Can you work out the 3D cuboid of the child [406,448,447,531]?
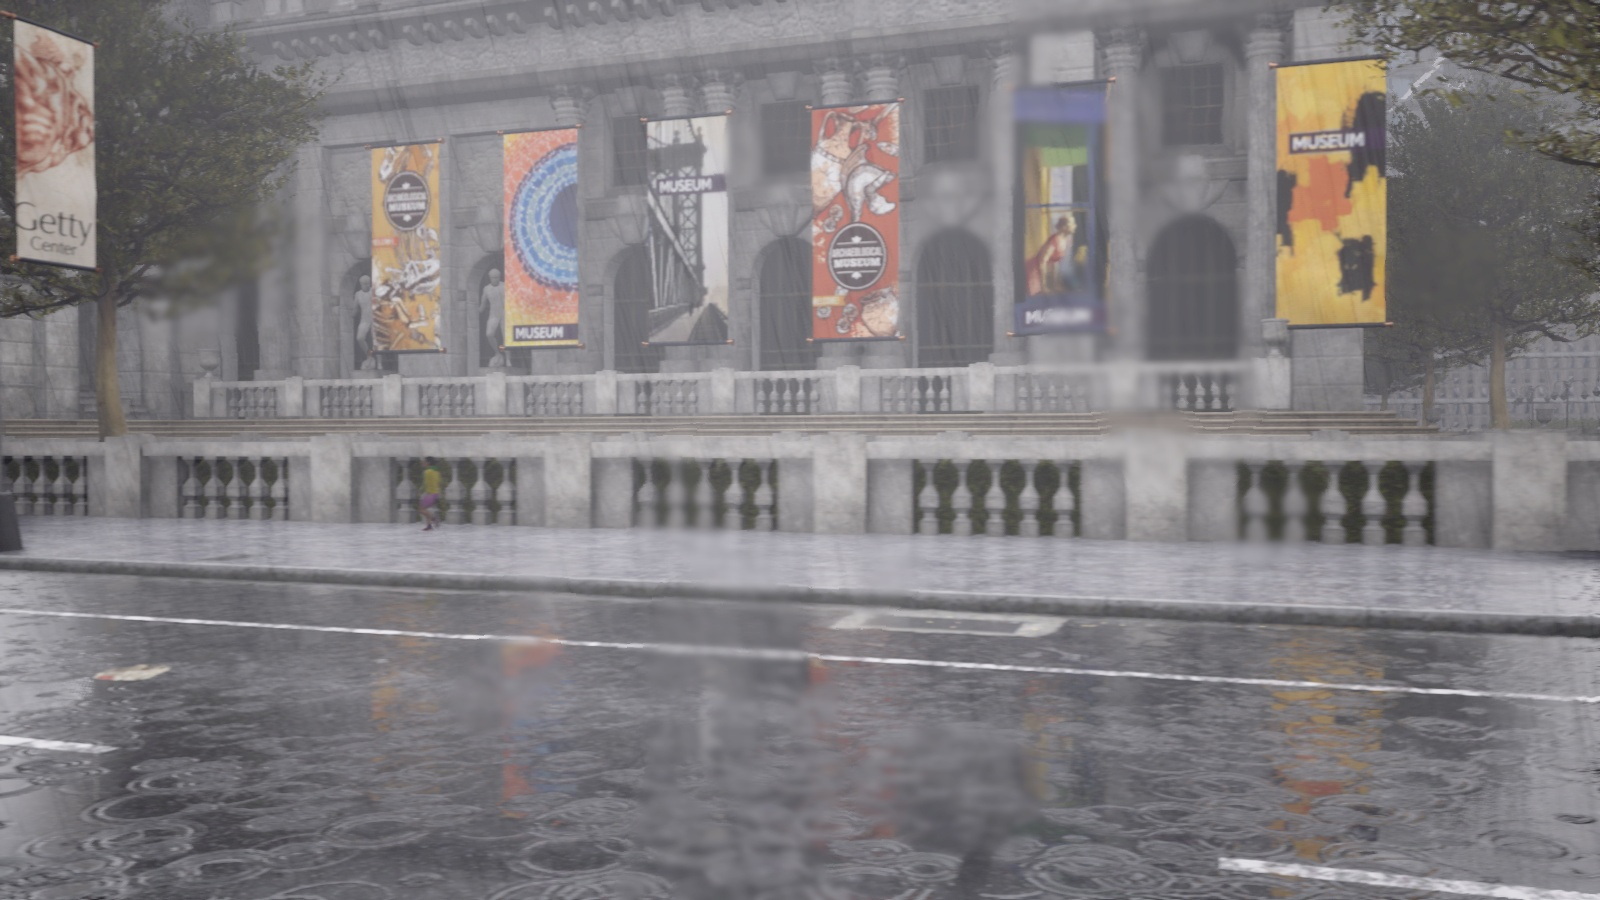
[{"bbox_3d":[-5.328,0.556,17.914,0.473,1.160,0.299,0,1,11],"label":"child"}]
